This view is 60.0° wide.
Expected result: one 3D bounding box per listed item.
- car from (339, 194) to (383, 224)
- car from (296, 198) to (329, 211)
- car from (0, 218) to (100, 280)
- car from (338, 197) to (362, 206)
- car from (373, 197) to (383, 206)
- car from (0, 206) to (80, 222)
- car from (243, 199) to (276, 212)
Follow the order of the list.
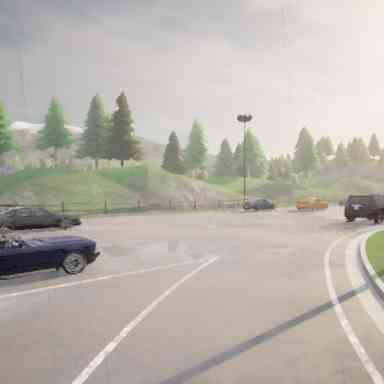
[{"bbox_3d":[13.299,1.192,24.500,5.566,2.045,2.150,0,0,-41],"label":"car"},{"bbox_3d":[14.262,1.432,39.224,5.008,1.535,1.882,0,0,-41],"label":"car"},{"bbox_3d":[-4.883,1.591,8.576,4.718,1.301,1.895,0,0,-41],"label":"car"},{"bbox_3d":[25.441,1.502,53.628,4.181,1.385,1.994,0,0,-41],"label":"car"},{"bbox_3d":[31.943,1.483,54.656,5.357,1.411,2.033,0,0,-41],"label":"car"},{"bbox_3d":[-9.122,1.527,18.812,5.357,1.411,2.033,0,0,-41],"label":"car"},{"bbox_3d":[7.761,1.482,38.195,4.674,1.442,1.812,0,0,-41],"label":"car"}]
